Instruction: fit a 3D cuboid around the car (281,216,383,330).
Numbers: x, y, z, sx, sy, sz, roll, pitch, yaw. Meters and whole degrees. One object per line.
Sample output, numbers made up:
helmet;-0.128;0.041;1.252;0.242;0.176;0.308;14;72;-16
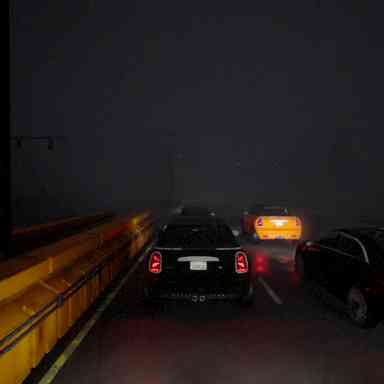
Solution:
car;3.620;1.491;6.878;2.128;1.511;4.902;0;0;0

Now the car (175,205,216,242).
car;0.154;1.505;17.313;1.837;1.490;4.892;0;0;0

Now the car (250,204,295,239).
car;3.651;1.352;16.009;2.097;1.767;4.553;0;0;0

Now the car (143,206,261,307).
car;0.123;1.352;8.138;2.097;1.767;4.553;0;0;0
